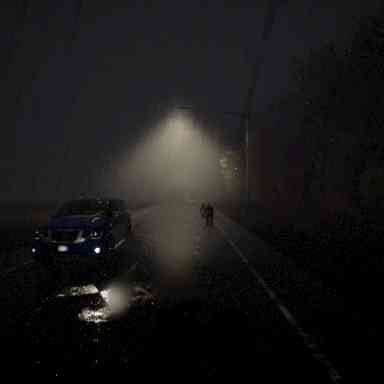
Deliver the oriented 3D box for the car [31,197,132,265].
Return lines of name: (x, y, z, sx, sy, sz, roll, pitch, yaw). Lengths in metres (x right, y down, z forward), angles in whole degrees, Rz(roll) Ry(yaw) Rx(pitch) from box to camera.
car: (-3.601, 1.220, 12.033, 2.150, 2.045, 5.566, 0, 0, 0)

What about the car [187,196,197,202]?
car: (-0.005, 1.542, 73.789, 1.994, 1.385, 4.181, 0, 0, 0)

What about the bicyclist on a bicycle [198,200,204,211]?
bicyclist on a bicycle: (0.925, 1.432, 28.143, 0.866, 1.612, 1.509, 0, 0, 0)

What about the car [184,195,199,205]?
car: (0.093, 1.469, 56.757, 1.882, 1.535, 5.008, 0, 0, 0)

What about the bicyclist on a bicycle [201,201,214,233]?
bicyclist on a bicycle: (0.961, 1.450, 18.180, 0.582, 1.620, 1.656, 0, 0, 0)
